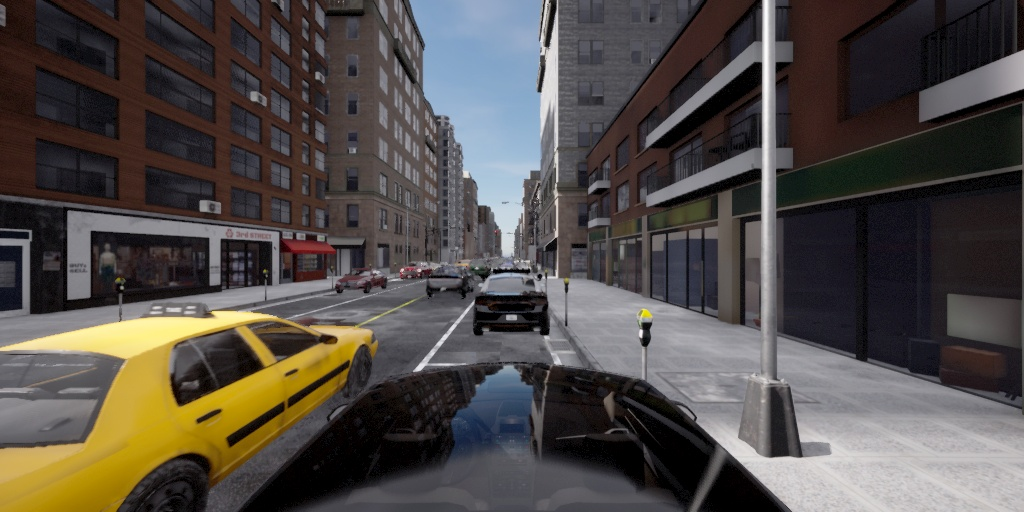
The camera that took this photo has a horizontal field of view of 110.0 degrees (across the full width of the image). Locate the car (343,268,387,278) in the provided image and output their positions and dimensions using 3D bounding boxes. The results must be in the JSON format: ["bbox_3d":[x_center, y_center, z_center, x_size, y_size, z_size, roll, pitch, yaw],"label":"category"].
[{"bbox_3d":[-8.408,1.332,20.388,1.802,1.307,4.207,0,0,0],"label":"car"}]

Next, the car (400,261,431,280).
[{"bbox_3d":[-8.408,1.190,31.425,1.967,1.591,4.097,0,0,0],"label":"car"}]

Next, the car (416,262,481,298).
[{"bbox_3d":[-2.996,1.243,18.184,2.128,1.511,4.902,0,0,1],"label":"car"}]

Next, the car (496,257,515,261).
[{"bbox_3d":[-0.383,1.190,36.951,1.967,1.591,4.097,0,0,0],"label":"car"}]

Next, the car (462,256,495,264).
[{"bbox_3d":[-2.997,1.101,33.099,2.097,1.767,4.553,0,0,1],"label":"car"}]

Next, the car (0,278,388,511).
[{"bbox_3d":[-3.020,1.205,3.535,1.801,1.575,5.366,0,0,0],"label":"car"}]

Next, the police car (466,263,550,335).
[{"bbox_3d":[-0.012,1.175,10.610,1.930,1.638,5.238,0,0,0],"label":"police car"}]

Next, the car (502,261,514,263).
[{"bbox_3d":[-0.383,1.300,25.913,2.007,1.370,4.403,0,0,0],"label":"car"}]

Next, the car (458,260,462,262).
[{"bbox_3d":[-5.800,1.227,43.480,1.882,1.535,5.008,0,0,1],"label":"car"}]
